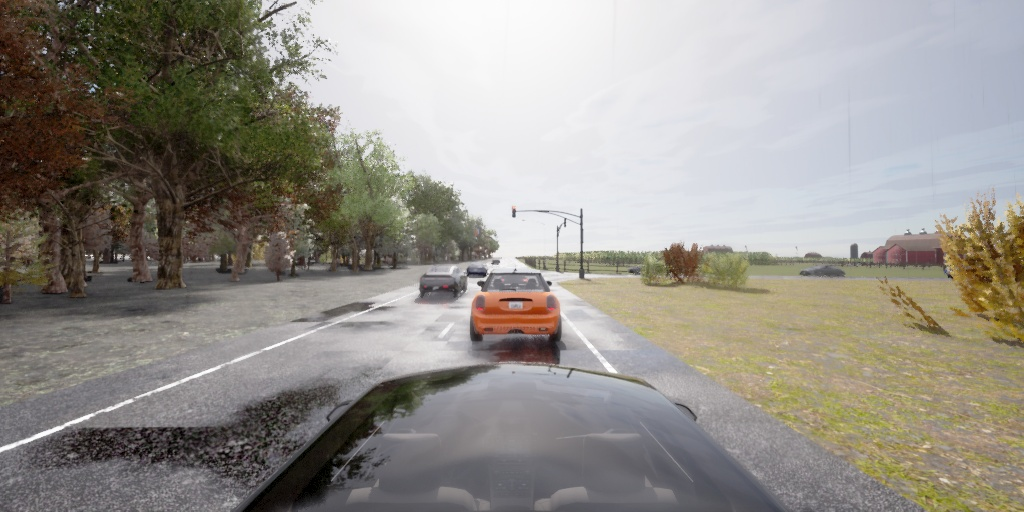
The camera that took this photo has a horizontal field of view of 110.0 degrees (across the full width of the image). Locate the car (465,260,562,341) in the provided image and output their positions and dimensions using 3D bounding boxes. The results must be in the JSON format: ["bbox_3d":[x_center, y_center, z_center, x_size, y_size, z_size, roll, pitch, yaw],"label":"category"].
[{"bbox_3d":[0.079,1.104,9.993,2.097,1.767,4.553,0,0,0],"label":"car"}]

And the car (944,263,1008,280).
[{"bbox_3d":[48.883,1.772,37.669,4.902,1.511,2.128,1,-1,1],"label":"car"}]

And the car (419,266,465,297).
[{"bbox_3d":[-3.446,1.245,18.627,2.128,1.511,4.902,0,0,0],"label":"car"}]

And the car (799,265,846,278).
[{"bbox_3d":[35.714,1.761,41.316,4.181,1.385,1.994,1,-1,0],"label":"car"}]

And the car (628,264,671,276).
[{"bbox_3d":[15.895,1.487,41.441,4.892,1.490,1.837,1,-1,2],"label":"car"}]

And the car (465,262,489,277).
[{"bbox_3d":[-3.495,1.321,36.360,1.994,1.385,4.181,0,0,0],"label":"car"}]
